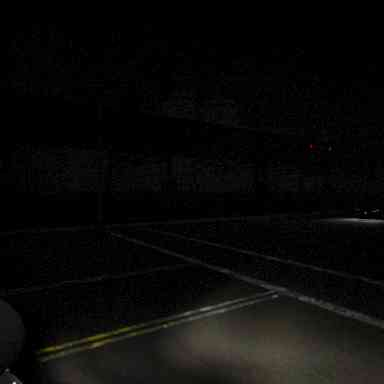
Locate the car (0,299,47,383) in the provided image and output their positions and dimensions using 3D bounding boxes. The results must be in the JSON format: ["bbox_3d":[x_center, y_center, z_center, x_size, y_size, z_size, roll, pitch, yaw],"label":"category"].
[{"bbox_3d":[-3.545,1.223,1.250,5.566,2.045,2.150,0,0,-35],"label":"car"}]

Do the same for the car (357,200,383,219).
[{"bbox_3d":[15.988,1.472,28.273,4.892,1.490,1.837,0,0,-35],"label":"car"}]
